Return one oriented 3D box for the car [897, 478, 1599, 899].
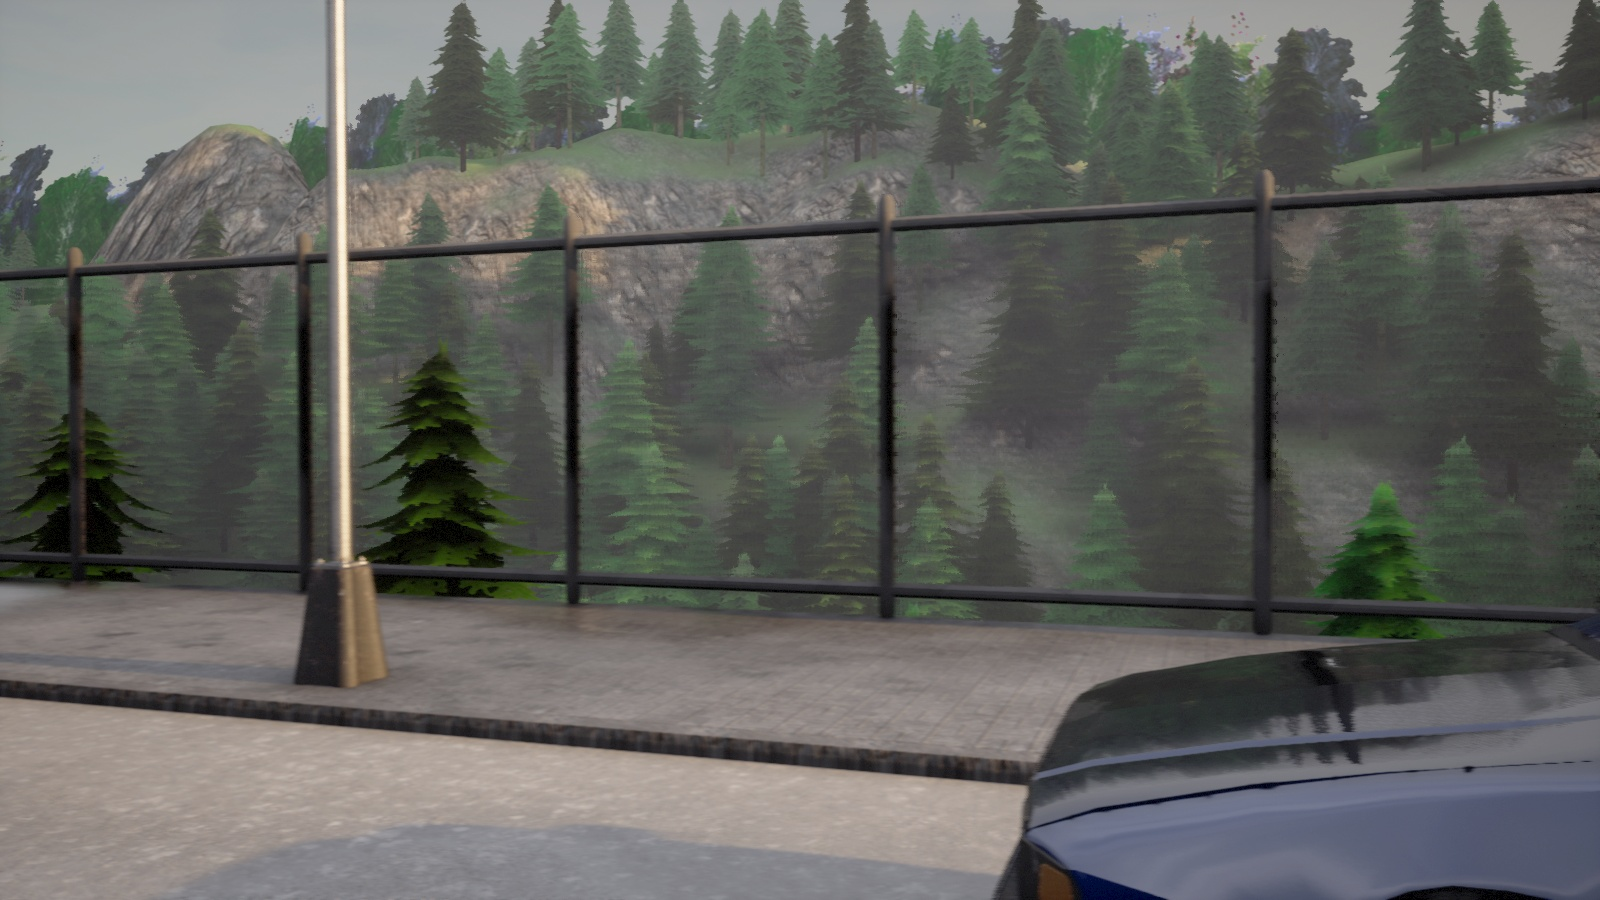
[{"bbox_3d":[3.062,0.842,2.690,5.357,1.411,2.033,1,1,19],"label":"car"}]
